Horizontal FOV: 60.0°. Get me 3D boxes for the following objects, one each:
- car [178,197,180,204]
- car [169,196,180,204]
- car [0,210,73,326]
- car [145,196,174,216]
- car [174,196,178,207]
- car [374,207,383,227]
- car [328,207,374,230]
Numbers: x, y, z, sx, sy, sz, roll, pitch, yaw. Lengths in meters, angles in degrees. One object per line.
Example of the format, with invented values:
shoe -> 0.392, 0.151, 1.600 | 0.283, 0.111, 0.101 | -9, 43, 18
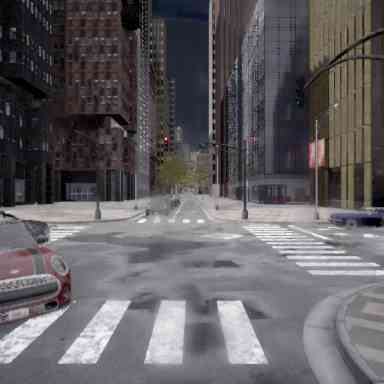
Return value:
car -> -3.207, 1.502, 52.332 | 1.837, 1.490, 4.892 | 0, 0, 0
car -> -3.257, 1.475, 62.708 | 1.882, 1.535, 5.008 | 0, 0, 0
car -> -4.276, 1.353, 6.972 | 2.097, 1.767, 4.553 | -1, 0, -42
car -> -3.203, 1.350, 32.095 | 2.097, 1.767, 4.553 | 0, 0, 0
car -> -3.226, 1.489, 42.145 | 2.128, 1.511, 4.902 | 0, 0, 0
car -> 13.018, 1.232, 17.377 | 5.566, 2.045, 2.150 | 0, 0, 0
car -> 11.029, 1.602, 20.629 | 4.718, 1.301, 1.895 | 0, 0, 0
